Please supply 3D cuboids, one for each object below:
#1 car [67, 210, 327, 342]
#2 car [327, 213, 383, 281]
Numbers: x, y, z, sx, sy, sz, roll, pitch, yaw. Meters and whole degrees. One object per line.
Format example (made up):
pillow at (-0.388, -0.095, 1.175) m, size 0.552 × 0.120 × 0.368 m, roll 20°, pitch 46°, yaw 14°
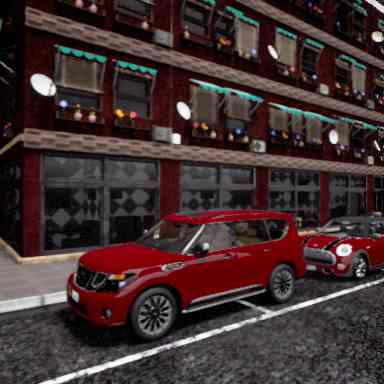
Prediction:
car at (0.213, 1.334, 6.711) m, size 5.009 × 1.841 × 2.192 m, roll 0°, pitch 0°, yaw -36°
car at (4.799, 1.486, 9.986) m, size 4.097 × 1.590 × 1.967 m, roll 0°, pitch 0°, yaw -36°
